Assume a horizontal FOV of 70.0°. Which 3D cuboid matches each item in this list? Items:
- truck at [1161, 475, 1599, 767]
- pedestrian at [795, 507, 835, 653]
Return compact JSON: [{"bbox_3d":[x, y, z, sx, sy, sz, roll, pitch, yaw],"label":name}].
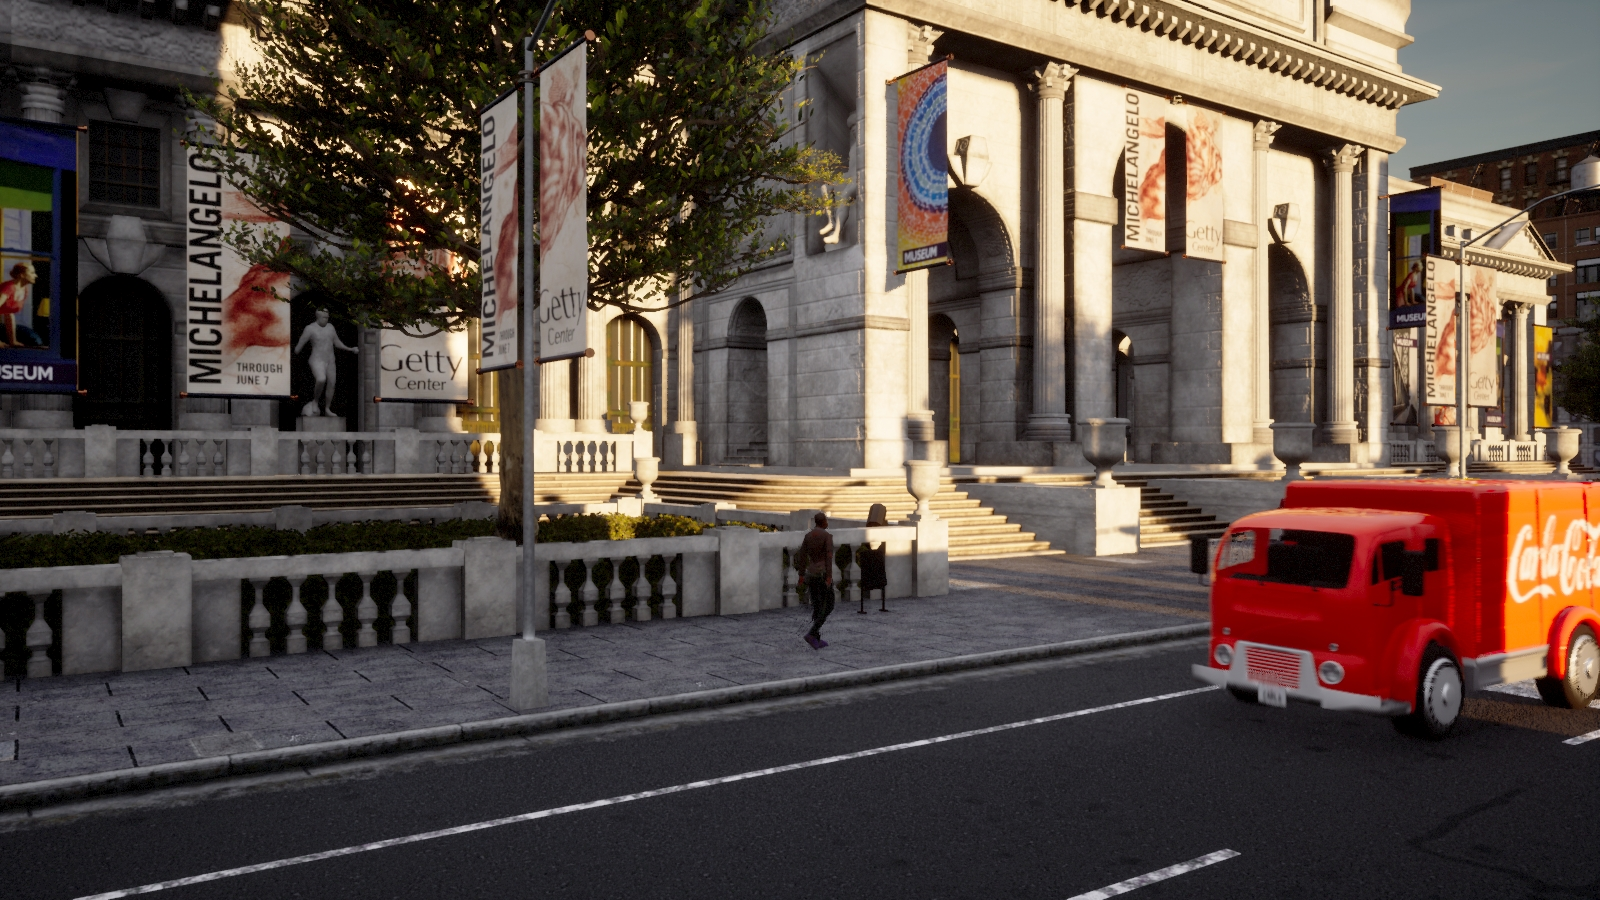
[{"bbox_3d":[6.763,1.568,12.638,5.204,2.467,2.627,0,0,-34],"label":"truck"},{"bbox_3d":[0.204,1.696,15.029,0.375,1.860,0.375,0,0,37],"label":"pedestrian"}]
